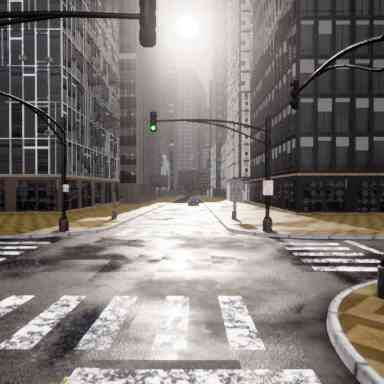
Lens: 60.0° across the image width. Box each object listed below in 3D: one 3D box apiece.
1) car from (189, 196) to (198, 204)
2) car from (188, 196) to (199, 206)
[{"bbox_3d":[0.304,1.570,66.267,1.812,1.442,4.674,0,0,0],"label":"car"},{"bbox_3d":[0.258,1.632,56.279,1.895,1.301,4.718,0,0,0],"label":"car"}]
